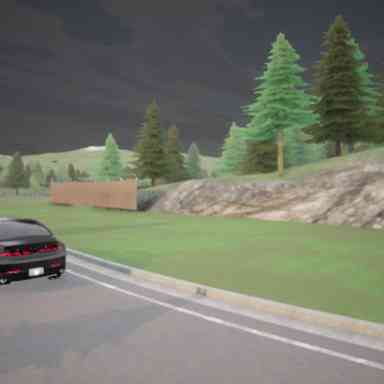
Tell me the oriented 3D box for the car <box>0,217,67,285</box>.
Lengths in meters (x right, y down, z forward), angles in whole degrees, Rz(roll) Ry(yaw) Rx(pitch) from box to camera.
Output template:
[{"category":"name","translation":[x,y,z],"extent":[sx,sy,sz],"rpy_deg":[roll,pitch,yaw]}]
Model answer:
[{"category":"car","translation":[-5.047,1.435,8.816],"extent":[4.892,1.490,1.837],"rpy_deg":[1,1,45]}]
